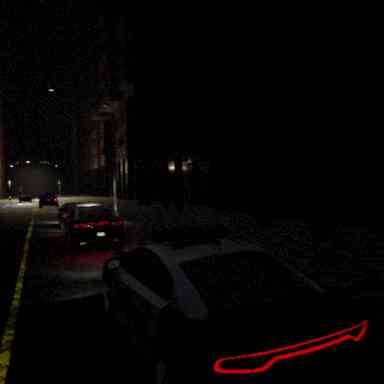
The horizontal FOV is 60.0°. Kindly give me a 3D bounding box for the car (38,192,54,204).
[{"bbox_3d":[-22.439,0.870,51.108,2.097,1.767,4.553,-2,1,-25],"label":"car"}]

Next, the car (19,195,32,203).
[{"bbox_3d":[-27.934,1.160,55.870,1.895,1.301,4.718,-2,1,-25],"label":"car"}]

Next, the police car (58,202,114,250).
[{"bbox_3d":[-4.267,1.244,13.918,1.930,1.638,5.238,-2,1,-25],"label":"police car"}]

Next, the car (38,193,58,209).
[{"bbox_3d":[-17.262,0.972,39.961,2.097,1.767,4.553,-2,1,-24],"label":"car"}]

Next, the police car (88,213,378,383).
[{"bbox_3d":[-0.073,1.317,4.839,1.930,1.638,5.238,-2,1,-25],"label":"police car"}]

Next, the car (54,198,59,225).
[{"bbox_3d":[-6.734,1.301,19.268,1.812,1.442,4.674,-2,1,-25],"label":"car"}]
